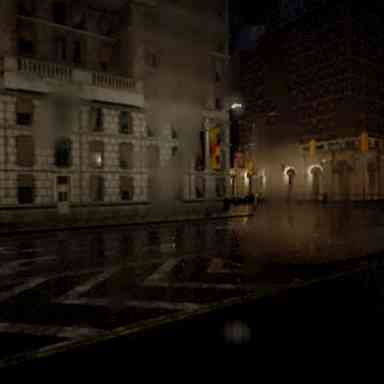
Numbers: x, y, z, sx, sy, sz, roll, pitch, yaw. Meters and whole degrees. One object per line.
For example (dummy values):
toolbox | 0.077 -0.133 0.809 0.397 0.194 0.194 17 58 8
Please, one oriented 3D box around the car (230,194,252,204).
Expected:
car | 6.016 1.130 48.886 1.895 1.301 4.718 -1 1 -35

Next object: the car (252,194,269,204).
car | 9.511 1.042 49.996 1.994 1.385 4.181 -1 1 -35
